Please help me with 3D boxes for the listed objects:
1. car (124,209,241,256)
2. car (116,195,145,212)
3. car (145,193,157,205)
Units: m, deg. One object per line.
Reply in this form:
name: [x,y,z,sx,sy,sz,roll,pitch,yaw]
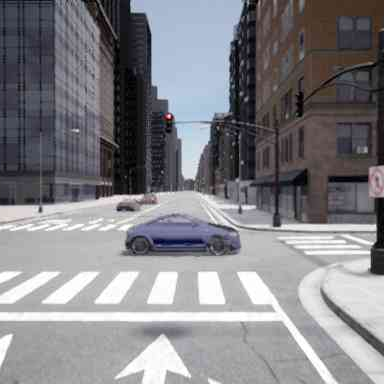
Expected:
car: [-0.344,1.492,12.200,4.181,1.385,1.994,0,1,1]
car: [-6.597,1.332,35.090,2.033,1.411,5.357,0,0,0]
car: [-6.579,1.037,51.404,2.097,1.767,4.553,0,0,0]
